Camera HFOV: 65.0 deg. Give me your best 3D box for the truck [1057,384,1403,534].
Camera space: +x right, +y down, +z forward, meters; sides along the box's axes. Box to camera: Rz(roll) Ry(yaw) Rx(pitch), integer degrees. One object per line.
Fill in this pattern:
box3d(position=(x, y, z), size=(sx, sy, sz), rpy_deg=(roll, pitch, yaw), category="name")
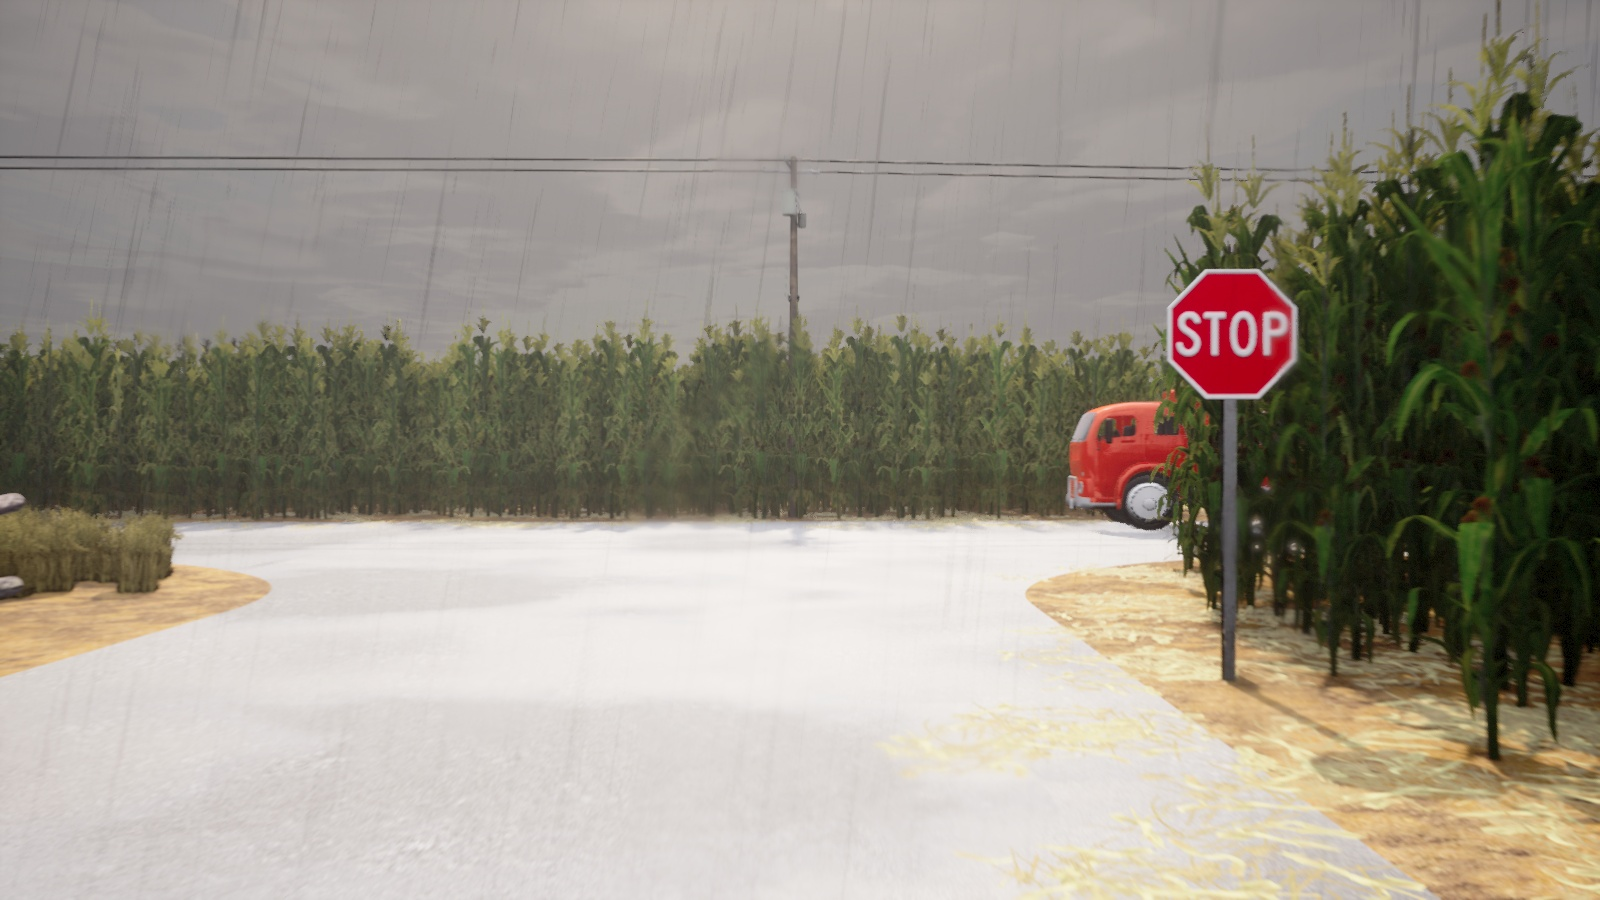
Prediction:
box3d(position=(7.335, 0.134, 21.994), size=(5.204, 2.467, 2.627), rpy_deg=(0, 0, 3), category="truck")
